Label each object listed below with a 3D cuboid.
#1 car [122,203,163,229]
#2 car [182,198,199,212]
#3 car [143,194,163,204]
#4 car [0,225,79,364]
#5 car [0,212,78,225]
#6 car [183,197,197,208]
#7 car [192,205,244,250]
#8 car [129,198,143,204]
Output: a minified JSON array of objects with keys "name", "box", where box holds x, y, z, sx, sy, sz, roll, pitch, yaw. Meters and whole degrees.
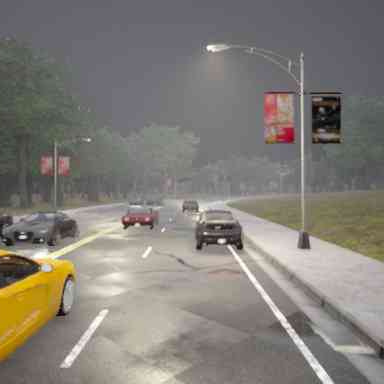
[{"name":"car","box":[-3.262,1.651,21.954,1.895,1.301,4.718,0,0,0]},{"name":"car","box":[-0.156,1.591,39.295,2.128,1.511,4.902,0,0,0]},{"name":"car","box":[-6.392,1.373,57.107,2.150,2.045,5.566,0,0,4]},{"name":"car","box":[-3.168,1.487,4.462,1.882,1.535,5.008,0,0,0]},{"name":"car","box":[-6.675,1.598,15.122,1.994,1.385,4.181,0,0,0]},{"name":"car","box":[-0.204,1.607,50.367,1.882,1.535,5.008,0,0,3]},{"name":"car","box":[1.066,1.536,14.466,1.837,1.490,4.892,0,0,0]},{"name":"car","box":[-9.567,1.724,57.632,1.994,1.385,4.181,0,0,4]}]
